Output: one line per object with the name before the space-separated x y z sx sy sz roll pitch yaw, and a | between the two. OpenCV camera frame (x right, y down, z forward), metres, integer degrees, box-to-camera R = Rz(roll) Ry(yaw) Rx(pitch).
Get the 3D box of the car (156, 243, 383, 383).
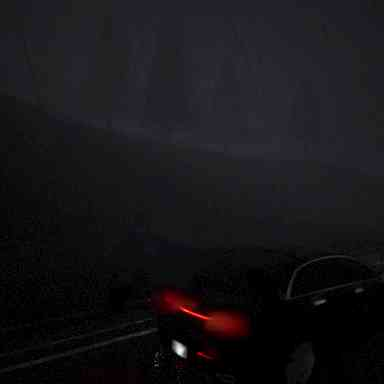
car | 1.771 1.585 5.308 4.892 1.490 1.837 1 -1 -38
